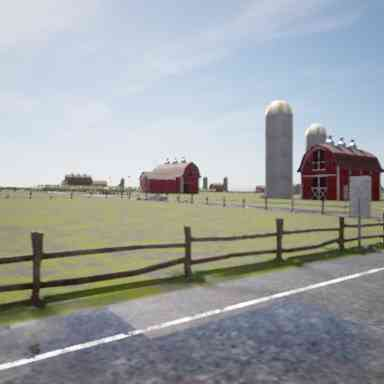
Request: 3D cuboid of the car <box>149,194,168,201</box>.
[{"bbox_3d":[-6.507,1.024,64.656,1.895,1.301,4.718,0,1,-36],"label":"car"}]
